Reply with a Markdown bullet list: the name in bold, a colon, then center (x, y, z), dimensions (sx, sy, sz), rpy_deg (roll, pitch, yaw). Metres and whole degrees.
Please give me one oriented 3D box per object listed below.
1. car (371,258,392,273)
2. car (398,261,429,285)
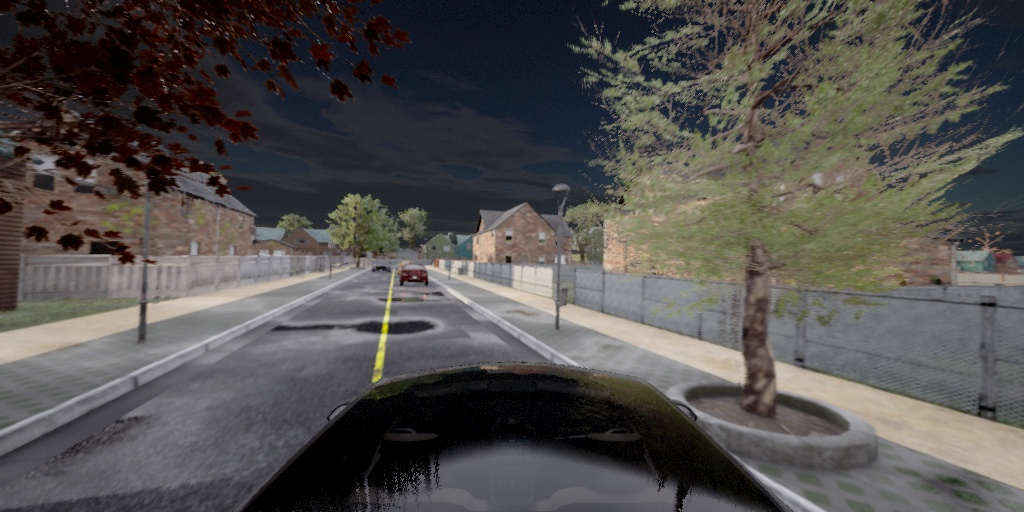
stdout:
- **car**: center (-15.362, 1.053, 42.342), dimensions (2.097, 1.767, 4.553), rpy_deg (2, -1, -18)
- **car**: center (-7.169, 1.258, 26.122), dimensions (1.882, 1.535, 5.008), rpy_deg (2, 0, -18)
